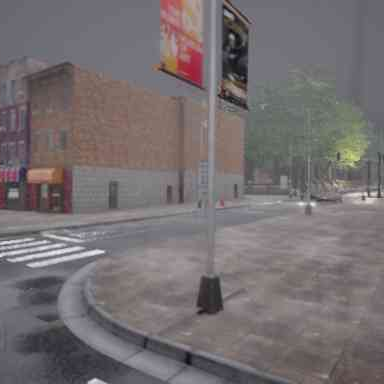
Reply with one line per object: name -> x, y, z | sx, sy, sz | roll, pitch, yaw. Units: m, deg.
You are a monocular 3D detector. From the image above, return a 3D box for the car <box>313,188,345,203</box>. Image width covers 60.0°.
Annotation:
car -> 15.808, 0.520, 38.272 | 1.994, 1.385, 4.181 | 1, 2, 37

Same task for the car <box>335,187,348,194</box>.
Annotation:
car -> 28.414, -0.219, 65.047 | 2.008, 1.369, 4.403 | 3, 3, 35

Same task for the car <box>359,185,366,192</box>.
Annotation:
car -> 42.078, -0.685, 84.144 | 1.802, 1.307, 4.206 | 3, 3, 35

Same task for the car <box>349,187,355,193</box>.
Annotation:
car -> 32.581, -0.374, 70.838 | 2.008, 1.369, 4.403 | 3, 3, 35

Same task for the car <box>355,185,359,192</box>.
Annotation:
car -> 35.747, -0.475, 75.273 | 1.947, 1.339, 4.313 | 3, 3, 35

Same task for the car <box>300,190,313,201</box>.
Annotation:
car -> 15.269, 0.452, 42.241 | 1.895, 1.301, 4.718 | 1, 2, 36
